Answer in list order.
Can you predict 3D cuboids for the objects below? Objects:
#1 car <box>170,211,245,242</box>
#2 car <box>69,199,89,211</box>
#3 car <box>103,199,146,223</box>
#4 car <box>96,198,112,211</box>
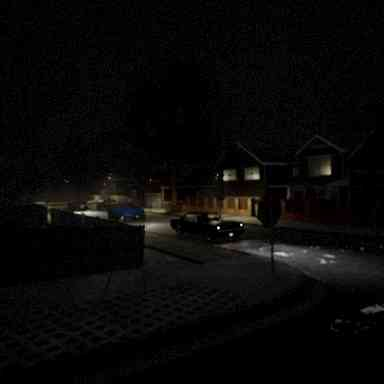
[{"bbox_3d":[0.717,1.759,18.044,1.895,1.301,4.718,-2,1,-33],"label":"car"},{"bbox_3d":[-14.877,1.663,43.586,2.128,1.511,4.902,-2,1,-29],"label":"car"},{"bbox_3d":[-5.511,1.630,27.757,1.882,1.535,5.008,-2,1,-32],"label":"car"},{"bbox_3d":[-10.946,1.552,42.575,2.128,1.511,4.902,-2,1,-30],"label":"car"}]
